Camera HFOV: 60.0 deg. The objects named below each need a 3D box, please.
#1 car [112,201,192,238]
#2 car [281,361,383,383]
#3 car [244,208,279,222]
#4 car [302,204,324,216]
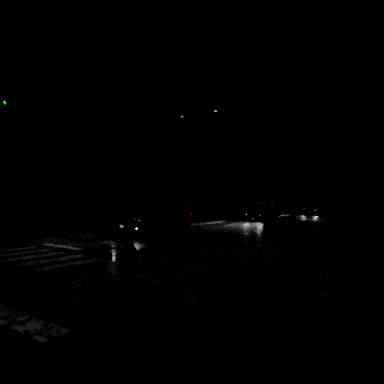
[{"bbox_3d":[-2.231,1.566,20.293,2.150,2.045,5.566,0,-1,35],"label":"car"},{"bbox_3d":[2.334,1.551,1.287,4.403,1.369,2.008,0,0,36],"label":"car"},{"bbox_3d":[7.038,2.275,33.309,1.895,1.301,4.718,0,-1,35],"label":"car"},{"bbox_3d":[17.427,2.456,47.745,2.097,1.767,4.553,0,-1,35],"label":"car"}]
